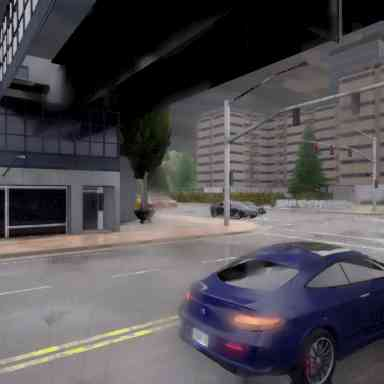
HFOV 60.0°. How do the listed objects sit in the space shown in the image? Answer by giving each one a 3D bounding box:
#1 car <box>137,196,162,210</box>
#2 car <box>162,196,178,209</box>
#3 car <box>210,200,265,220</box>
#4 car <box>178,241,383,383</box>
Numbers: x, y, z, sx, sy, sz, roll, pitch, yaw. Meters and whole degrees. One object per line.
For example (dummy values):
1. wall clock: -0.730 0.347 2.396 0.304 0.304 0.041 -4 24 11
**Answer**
1. car: -6.188 1.477 41.759 1.882 1.535 5.008 0 0 -36
2. car: -3.815 1.352 44.453 2.097 1.767 4.553 0 0 -36
3. car: 3.504 1.505 28.356 1.837 1.490 4.892 0 0 -36
4. car: 1.980 1.526 5.210 4.674 1.442 1.812 0 0 -35
